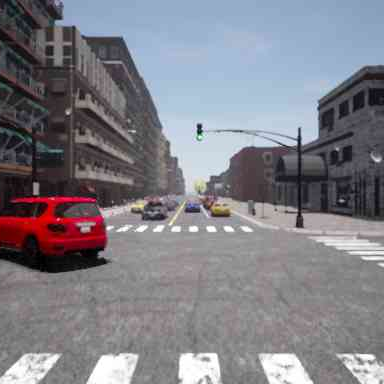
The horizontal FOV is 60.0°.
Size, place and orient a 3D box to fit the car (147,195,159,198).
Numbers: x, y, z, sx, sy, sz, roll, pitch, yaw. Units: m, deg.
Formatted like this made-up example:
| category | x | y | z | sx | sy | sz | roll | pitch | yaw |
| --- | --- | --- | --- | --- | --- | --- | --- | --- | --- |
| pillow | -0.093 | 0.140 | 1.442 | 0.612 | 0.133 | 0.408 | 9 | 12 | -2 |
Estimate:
| category | x | y | z | sx | sy | sz | roll | pitch | yaw |
| --- | --- | --- | --- | --- | --- | --- | --- | --- | --- |
| car | -5.703 | 1.356 | 48.285 | 2.192 | 1.841 | 5.009 | 0 | 0 | 0 |

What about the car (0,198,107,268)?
| category | x | y | z | sx | sy | sz | roll | pitch | yaw |
| --- | --- | --- | --- | --- | --- | --- | --- | --- | --- |
| car | -5.291 | 1.212 | 11.545 | 5.566 | 2.045 | 2.150 | 0 | -2 | 38 |

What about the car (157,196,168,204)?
| category | x | y | z | sx | sy | sz | roll | pitch | yaw |
| --- | --- | --- | --- | --- | --- | --- | --- | --- | --- |
| car | -5.710 | 1.593 | 64.732 | 1.752 | 1.417 | 4.829 | 0 | 0 | 0 |

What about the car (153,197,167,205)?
| category | x | y | z | sx | sy | sz | roll | pitch | yaw |
| --- | --- | --- | --- | --- | --- | --- | --- | --- | --- |
| car | -5.708 | 1.609 | 59.363 | 2.008 | 1.369 | 4.403 | 0 | 0 | 0 |

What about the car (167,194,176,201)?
| category | x | y | z | sx | sy | sz | roll | pitch | yaw |
| --- | --- | --- | --- | --- | --- | --- | --- | --- | --- |
| car | -5.719 | 1.444 | 92.600 | 2.192 | 1.841 | 5.009 | 0 | 0 | 0 |

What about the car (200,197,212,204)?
| category | x | y | z | sx | sy | sz | roll | pitch | yaw |
| --- | --- | --- | --- | --- | --- | --- | --- | --- | --- |
| car | 2.671 | 1.619 | 64.906 | 2.008 | 1.369 | 4.403 | 0 | 0 | 0 |

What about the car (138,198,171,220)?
| category | x | y | z | sx | sy | sz | roll | pitch | yaw |
| --- | --- | --- | --- | --- | --- | --- | --- | --- | --- |
| car | -3.104 | 1.544 | 28.428 | 1.812 | 1.442 | 4.674 | 0 | 0 | 0 |

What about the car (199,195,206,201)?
| category | x | y | z | sx | sy | sz | roll | pitch | yaw |
| --- | --- | --- | --- | --- | --- | --- | --- | --- | --- |
| car | 2.663 | 1.641 | 87.233 | 1.752 | 1.417 | 4.829 | 0 | 0 | 0 |

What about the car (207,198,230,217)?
| category | x | y | z | sx | sy | sz | roll | pitch | yaw |
| --- | --- | --- | --- | --- | --- | --- | --- | --- | --- |
| car | 2.682 | 1.548 | 31.841 | 1.752 | 1.417 | 4.829 | 0 | 0 | 0 |

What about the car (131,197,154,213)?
| category | x | y | z | sx | sy | sz | roll | pitch | yaw |
| --- | --- | --- | --- | --- | --- | --- | --- | --- | --- |
| car | -5.700 | 1.553 | 37.036 | 1.752 | 1.417 | 4.829 | 0 | 0 | 0 |

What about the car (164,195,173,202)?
| category | x | y | z | sx | sy | sz | roll | pitch | yaw |
| --- | --- | --- | --- | --- | --- | --- | --- | --- | --- |
| car | -5.715 | 1.543 | 81.520 | 1.967 | 1.590 | 4.097 | 0 | 0 | 0 |

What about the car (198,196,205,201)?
| category | x | y | z | sx | sy | sz | roll | pitch | yaw |
| --- | --- | --- | --- | --- | --- | --- | --- | --- | --- |
| car | 2.660 | 1.680 | 92.602 | 2.008 | 1.369 | 4.403 | 0 | 0 | 0 |

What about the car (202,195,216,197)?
| category | x | y | z | sx | sy | sz | roll | pitch | yaw |
| --- | --- | --- | --- | --- | --- | --- | --- | --- | --- |
| car | 2.677 | 1.356 | 48.289 | 2.192 | 1.841 | 5.009 | 0 | 0 | 0 |

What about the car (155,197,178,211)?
| category | x | y | z | sx | sy | sz | roll | pitch | yaw |
| --- | --- | --- | --- | --- | --- | --- | --- | --- | --- |
| car | -3.090 | 1.595 | 40.299 | 1.994 | 1.385 | 4.181 | 0 | 0 | 1 |

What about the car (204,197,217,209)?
| category | x | y | z | sx | sy | sz | roll | pitch | yaw |
| --- | --- | --- | --- | --- | --- | --- | --- | --- | --- |
| car | 2.678 | 1.616 | 42.749 | 1.802 | 1.307 | 4.206 | 0 | 0 | 0 |

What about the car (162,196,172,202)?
| category | x | y | z | sx | sy | sz | roll | pitch | yaw |
| --- | --- | --- | --- | --- | --- | --- | --- | --- | --- |
| car | -5.714 | 1.635 | 75.982 | 1.887 | 1.381 | 4.507 | 0 | 0 | 0 |

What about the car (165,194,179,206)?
| category | x | y | z | sx | sy | sz | roll | pitch | yaw |
| --- | --- | --- | --- | --- | --- | --- | --- | --- | --- |
| car | -3.088 | 1.539 | 52.264 | 2.128 | 1.511 | 4.902 | 0 | 0 | 0 |

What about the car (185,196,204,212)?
| category | x | y | z | sx | sy | sz | roll | pitch | yaw |
| --- | --- | --- | --- | --- | --- | --- | --- | --- | --- |
| car | 0.086 | 1.578 | 40.075 | 2.033 | 1.411 | 5.357 | 0 | 0 | 0 |
